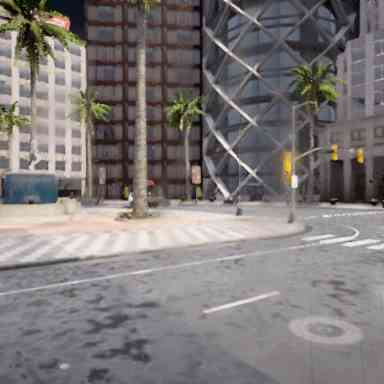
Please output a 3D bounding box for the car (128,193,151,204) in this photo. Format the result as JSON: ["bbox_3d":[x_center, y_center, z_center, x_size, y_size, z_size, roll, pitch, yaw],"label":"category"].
[{"bbox_3d":[-6.604,1.155,48.170,5.566,2.045,2.150,0,0,21],"label":"car"}]

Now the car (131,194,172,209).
[{"bbox_3d":[-5.006,1.415,43.528,5.008,1.535,1.882,0,0,26],"label":"car"}]

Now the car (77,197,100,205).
[{"bbox_3d":[-18.105,1.511,57.570,4.181,1.385,1.994,0,0,2],"label":"car"}]
